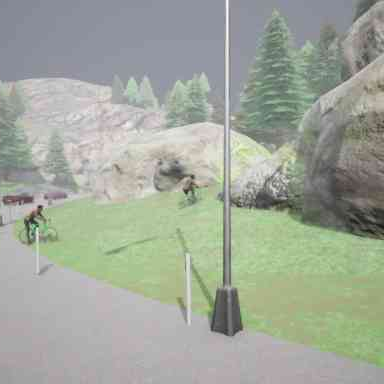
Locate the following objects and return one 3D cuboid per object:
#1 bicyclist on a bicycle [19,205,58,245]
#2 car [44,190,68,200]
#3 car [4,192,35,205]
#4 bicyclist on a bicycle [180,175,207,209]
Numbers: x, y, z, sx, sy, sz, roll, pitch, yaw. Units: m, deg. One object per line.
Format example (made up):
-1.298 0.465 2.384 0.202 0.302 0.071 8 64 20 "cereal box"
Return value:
-6.467 1.367 13.947 1.656 1.620 0.582 -3 3 2 "bicyclist on a bicycle"
-20.925 0.434 51.243 1.994 1.385 4.181 0 2 9 "car"
-21.078 0.741 40.795 1.882 1.535 5.008 0 2 -2 "car"
0.017 -0.009 16.957 1.656 1.620 0.582 -15 11 -32 "bicyclist on a bicycle"
